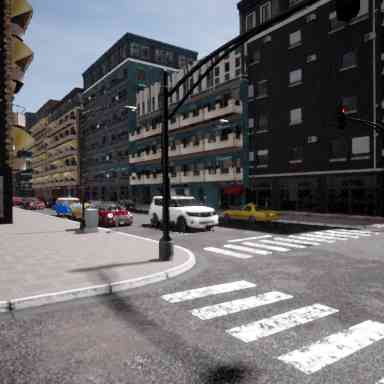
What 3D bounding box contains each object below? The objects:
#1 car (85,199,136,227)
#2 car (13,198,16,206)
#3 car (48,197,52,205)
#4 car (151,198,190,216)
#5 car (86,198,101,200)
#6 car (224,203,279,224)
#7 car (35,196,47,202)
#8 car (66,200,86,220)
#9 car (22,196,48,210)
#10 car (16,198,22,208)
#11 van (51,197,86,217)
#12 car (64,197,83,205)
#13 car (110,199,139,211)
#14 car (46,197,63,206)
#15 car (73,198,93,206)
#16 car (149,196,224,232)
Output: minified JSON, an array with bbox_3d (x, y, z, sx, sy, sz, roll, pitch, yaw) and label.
[{"bbox_3d":[-5.836,1.553,23.946,1.967,1.590,4.097,-1,1,-36],"label":"car"},{"bbox_3d":[-31.592,1.782,59.956,1.887,1.381,4.507,-1,1,-36],"label":"car"},{"bbox_3d":[-17.137,1.683,44.281,2.033,1.411,5.357,-1,0,-35],"label":"car"},{"bbox_3d":[-2.239,1.441,33.321,1.967,1.590,4.097,-1,1,-36],"label":"car"},{"bbox_3d":[-9.852,1.649,34.021,2.033,1.411,5.357,-1,0,-35],"label":"car"},{"bbox_3d":[4.102,1.498,24.458,1.752,1.417,4.829,-1,1,-36],"label":"car"},{"bbox_3d":[-37.655,1.728,82.836,1.887,1.381,4.507,-1,1,-36],"label":"car"},{"bbox_3d":[-8.955,1.652,28.309,1.752,1.417,4.829,-1,1,-36],"label":"car"},{"bbox_3d":[-21.934,1.628,46.451,1.967,1.590,4.097,-1,1,-36],"label":"car"},{"bbox_3d":[-25.152,1.770,50.953,1.947,1.339,4.313,-1,1,-36],"label":"car"},{"bbox_3d":[-12.276,1.483,32.947,1.690,1.788,3.998,-1,1,-36],"label":"van"},{"bbox_3d":[-21.556,1.645,60.329,2.008,1.369,4.403,-1,1,-36],"label":"car"},{"bbox_3d":[-8.677,1.581,42.324,2.008,1.369,4.403,-1,1,-36],"label":"car"},{"bbox_3d":[-25.361,1.647,61.197,1.837,1.490,4.892,-1,0,-36],"label":"car"},{"bbox_3d":[-18.337,1.643,55.828,1.947,1.339,4.313,-1,1,-36],"label":"car"},{"bbox_3d":[-0.740,1.282,21.270,2.150,2.045,5.566,-1,0,-36],"label":"car"}]
